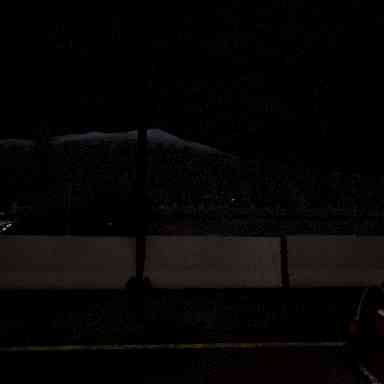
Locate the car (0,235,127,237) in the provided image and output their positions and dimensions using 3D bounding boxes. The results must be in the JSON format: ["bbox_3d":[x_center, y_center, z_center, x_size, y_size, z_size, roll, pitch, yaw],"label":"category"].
[{"bbox_3d":[-5.197,1.350,13.522,4.553,1.767,2.097,0,0,-2],"label":"car"}]

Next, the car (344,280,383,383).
[{"bbox_3d":[4.037,1.353,3.136,4.553,1.767,2.097,0,0,-2],"label":"car"}]
